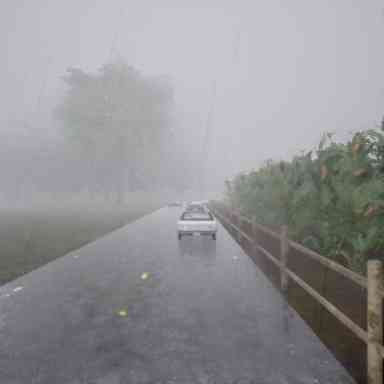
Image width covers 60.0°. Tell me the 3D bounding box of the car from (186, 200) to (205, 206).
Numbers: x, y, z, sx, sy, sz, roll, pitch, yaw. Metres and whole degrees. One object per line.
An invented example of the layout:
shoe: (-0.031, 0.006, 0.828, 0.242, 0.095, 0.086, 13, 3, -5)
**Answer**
car: (0.348, 1.581, 35.101, 1.812, 1.442, 4.674, 0, 0, 0)

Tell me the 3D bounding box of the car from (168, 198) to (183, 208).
car: (-2.435, 1.647, 49.748, 1.994, 1.385, 4.181, 0, 0, 1)

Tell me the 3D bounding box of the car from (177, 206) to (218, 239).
car: (0.246, 1.618, 17.309, 1.895, 1.301, 4.718, 0, 0, 0)
